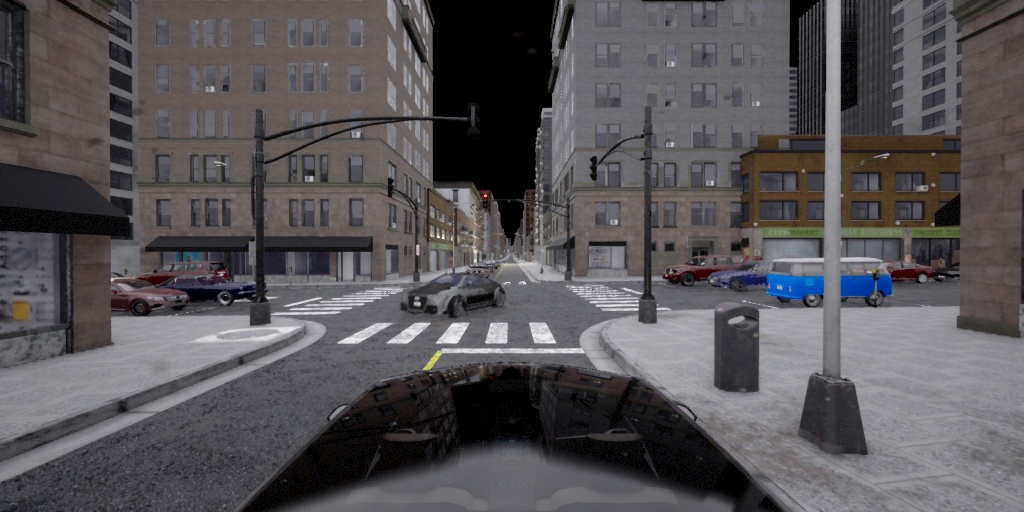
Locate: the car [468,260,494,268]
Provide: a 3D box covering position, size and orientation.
[{"bbox_3d":[-3.086,1.317,33.636,1.994,1.385,4.181,0,0,1],"label":"car"}]

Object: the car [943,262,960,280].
[{"bbox_3d":[28.924,0.914,22.327,4.313,1.339,1.948,0,0,0],"label":"car"}]

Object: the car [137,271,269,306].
[{"bbox_3d":[-13.954,1.516,16.360,4.718,1.301,1.895,-1,0,0],"label":"car"}]

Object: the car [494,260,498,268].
[{"bbox_3d":[-3.092,1.252,42.622,2.128,1.511,4.902,0,0,0],"label":"car"}]

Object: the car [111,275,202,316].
[{"bbox_3d":[-14.818,1.527,13.695,4.207,1.307,1.802,0,0,0],"label":"car"}]

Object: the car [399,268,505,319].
[{"bbox_3d":[-1.980,1.312,12.927,1.994,1.385,4.181,0,0,30],"label":"car"}]

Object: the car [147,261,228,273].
[{"bbox_3d":[-20.344,1.269,22.207,5.009,1.841,2.192,0,0,0],"label":"car"}]

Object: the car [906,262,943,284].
[{"bbox_3d":[23.314,0.963,22.313,4.507,1.381,1.888,0,0,0],"label":"car"}]

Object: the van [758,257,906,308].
[{"bbox_3d":[12.118,0.956,13.761,3.998,1.789,1.690,0,0,0],"label":"van"}]

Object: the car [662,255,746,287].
[{"bbox_3d":[12.097,0.870,22.286,5.009,1.841,2.192,0,0,0],"label":"car"}]

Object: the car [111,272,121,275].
[{"bbox_3d":[-26.019,1.550,22.193,4.829,1.417,1.751,0,0,0],"label":"car"}]

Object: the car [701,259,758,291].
[{"bbox_3d":[13.280,1.086,19.625,4.674,1.442,1.812,-1,0,0],"label":"car"}]

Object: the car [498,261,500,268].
[{"bbox_3d":[-3.080,1.298,52.545,1.812,1.442,4.674,0,0,0],"label":"car"}]
